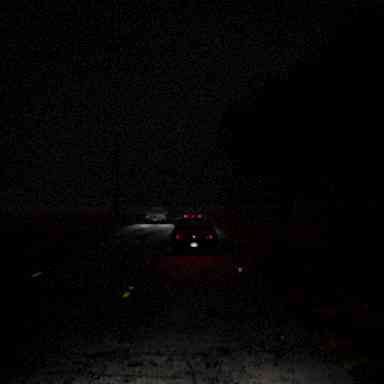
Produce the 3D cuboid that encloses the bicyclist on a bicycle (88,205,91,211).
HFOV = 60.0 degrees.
[{"bbox_3d":[-26.647,4.117,85.993,1.843,1.776,0.659,-2,-4,36],"label":"bicyclist on a bicycle"}]

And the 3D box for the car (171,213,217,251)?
[{"bbox_3d":[0.095,1.855,15.459,1.895,1.301,4.718,0,-1,0],"label":"car"}]

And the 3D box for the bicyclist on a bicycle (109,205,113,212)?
[{"bbox_3d":[-19.477,3.912,80.043,1.656,1.620,0.582,-3,-5,44],"label":"bicyclist on a bicycle"}]

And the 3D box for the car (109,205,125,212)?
[{"bbox_3d":[-15.926,3.486,70.335,1.895,1.301,4.718,3,-4,-35],"label":"car"}]

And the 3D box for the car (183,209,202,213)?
[{"bbox_3d":[0.053,2.215,31.132,1.895,1.301,4.718,0,-1,0],"label":"car"}]

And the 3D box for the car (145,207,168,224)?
[{"bbox_3d":[-3.210,2.128,30.624,1.812,1.442,4.674,0,-1,-1],"label":"car"}]
